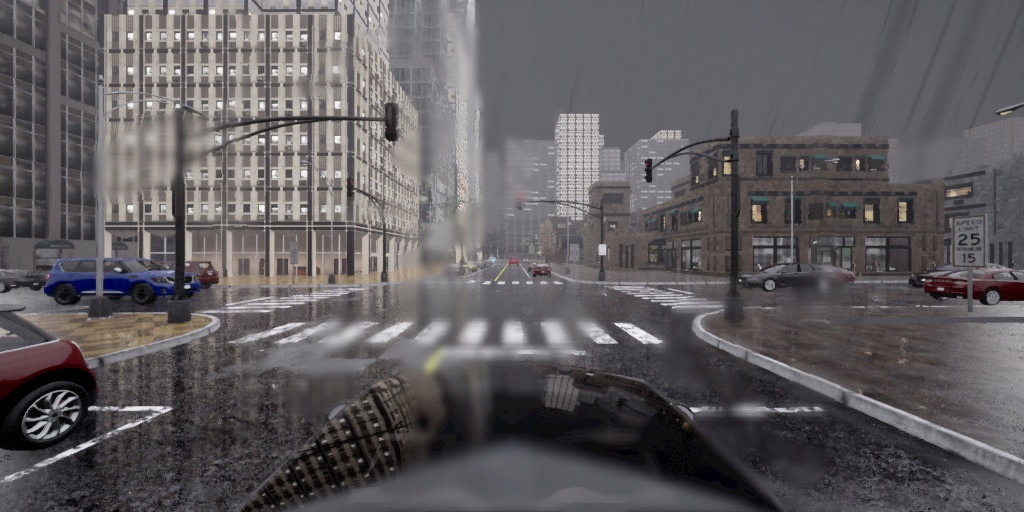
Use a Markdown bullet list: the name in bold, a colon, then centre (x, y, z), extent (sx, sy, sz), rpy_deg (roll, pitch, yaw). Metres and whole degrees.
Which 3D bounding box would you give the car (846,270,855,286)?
- **car**: centre (19.050, 1.202, 22.543), extent (4.207, 1.307, 1.802), rpy_deg (0, 0, -1)

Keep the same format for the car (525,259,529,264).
- **car**: centre (2.909, 1.348, 45.765), extent (1.802, 1.307, 4.207), rpy_deg (0, 0, 0)

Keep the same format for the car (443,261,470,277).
- **car**: centre (-5.527, 1.341, 34.726), extent (1.802, 1.307, 4.207), rpy_deg (0, 0, 0)

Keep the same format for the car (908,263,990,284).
- **car**: centre (24.943, 1.141, 20.021), extent (4.181, 1.385, 1.994), rpy_deg (0, 0, -1)

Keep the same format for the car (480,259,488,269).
- **car**: centre (-5.415, 1.324, 56.889), extent (2.007, 1.370, 4.403), rpy_deg (0, 0, 0)

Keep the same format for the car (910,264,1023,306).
- **car**: centre (19.134, 1.153, 14.162), extent (4.507, 1.381, 1.888), rpy_deg (0, 0, -1)

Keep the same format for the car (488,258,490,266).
- **car**: centre (-5.388, 1.344, 62.429), extent (1.948, 1.339, 4.313), rpy_deg (0, 0, 0)

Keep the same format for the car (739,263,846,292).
- **car**: centre (15.140, 1.147, 19.915), extent (4.892, 1.490, 1.837), rpy_deg (0, 0, -1)

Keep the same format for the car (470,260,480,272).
- **car**: centre (-5.472, 1.292, 45.637), extent (1.751, 1.417, 4.829), rpy_deg (0, 0, 0)

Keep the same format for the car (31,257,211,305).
- **car**: centre (-17.609, 1.079, 16.387), extent (5.566, 2.045, 2.150), rpy_deg (0, 0, -1)

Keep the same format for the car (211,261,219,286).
- **car**: centre (-21.022, 1.204, 22.140), extent (5.009, 1.841, 2.192), rpy_deg (0, 0, -1)

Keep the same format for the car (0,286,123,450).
- **car**: centre (-5.691, 1.190, 2.259), extent (1.967, 1.591, 4.097), rpy_deg (0, 0, 0)

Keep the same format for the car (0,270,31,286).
- **car**: centre (-31.432, 1.508, 22.036), extent (4.403, 1.370, 2.007), rpy_deg (0, 0, -1)

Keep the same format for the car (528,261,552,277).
- **car**: centre (2.854, 1.304, 34.683), extent (1.888, 1.381, 4.507), rpy_deg (0, 0, 0)
